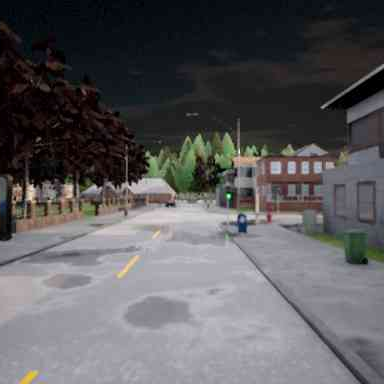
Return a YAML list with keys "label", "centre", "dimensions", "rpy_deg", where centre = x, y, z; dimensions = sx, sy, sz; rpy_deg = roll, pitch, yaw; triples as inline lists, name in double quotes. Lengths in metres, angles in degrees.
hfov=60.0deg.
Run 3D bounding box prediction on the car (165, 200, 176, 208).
- label: "car"
  centre: [-4.007, 2.232, 62.857]
  dimensions: [2.033, 1.411, 5.357]
  rpy_deg: [0, -1, 0]
